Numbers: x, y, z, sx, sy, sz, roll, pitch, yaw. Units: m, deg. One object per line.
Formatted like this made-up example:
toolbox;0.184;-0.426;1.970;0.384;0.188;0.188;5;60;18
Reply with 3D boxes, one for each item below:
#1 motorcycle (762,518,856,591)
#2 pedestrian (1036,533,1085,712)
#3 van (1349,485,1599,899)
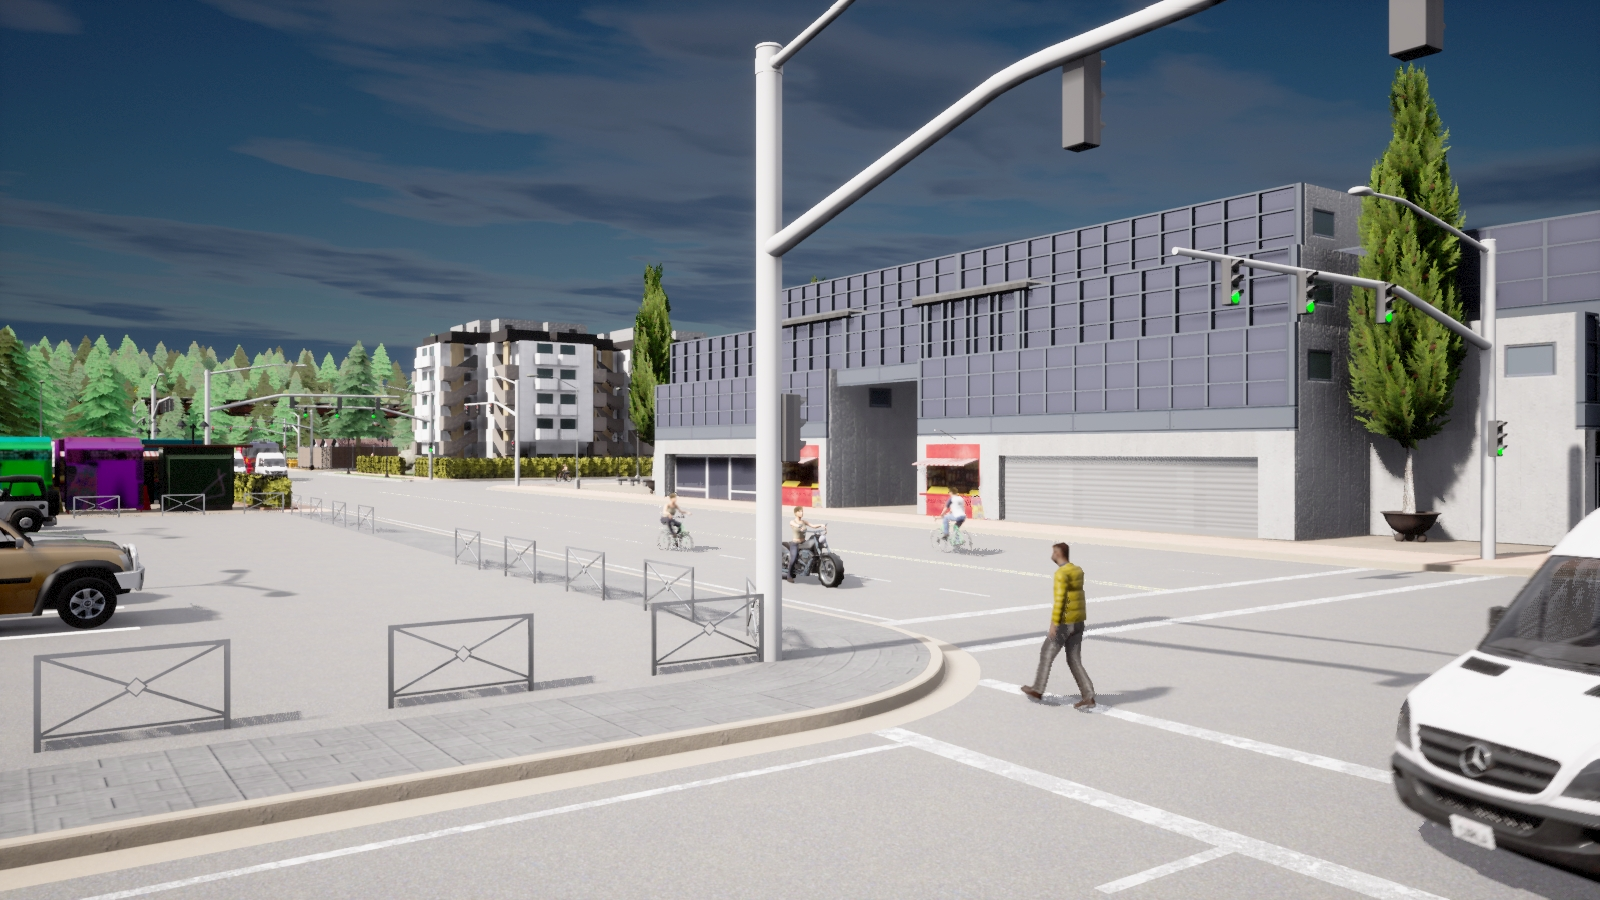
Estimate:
motorcycle;0.165;2.155;23.900;0.764;1.307;2.356;0;0;-34
pedestrian;2.825;1.849;12.381;0.375;1.860;0.375;0;0;-42
van;7.053;1.534;8.035;5.915;2.561;1.988;0;-1;-16
